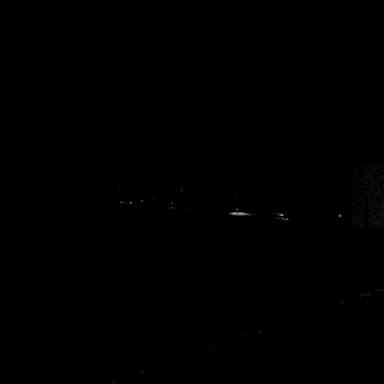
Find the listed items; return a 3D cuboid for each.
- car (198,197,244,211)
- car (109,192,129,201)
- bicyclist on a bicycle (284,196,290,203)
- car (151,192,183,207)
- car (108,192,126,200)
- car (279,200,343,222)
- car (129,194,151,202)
[{"bbox_3d":[2.804,1.231,33.682,2.033,1.411,5.357,1,0,-35],"label":"car"},{"bbox_3d":[-11.689,0.770,54.712,1.837,1.490,4.892,1,0,-35],"label":"car"},{"bbox_3d":[9.798,1.268,34.090,1.656,1.620,0.582,0,1,-35],"label":"bicyclist on a bicycle"},{"bbox_3d":[-2.874,0.873,41.869,2.097,1.767,4.553,1,0,-35],"label":"car"},{"bbox_3d":[-14.392,0.731,63.608,1.994,1.385,4.181,1,0,-35],"label":"car"},{"bbox_3d":[8.843,1.348,25.005,2.128,1.511,4.902,1,0,-35],"label":"car"},{"bbox_3d":[-7.931,0.951,54.293,1.895,1.301,4.718,1,0,-35],"label":"car"}]
